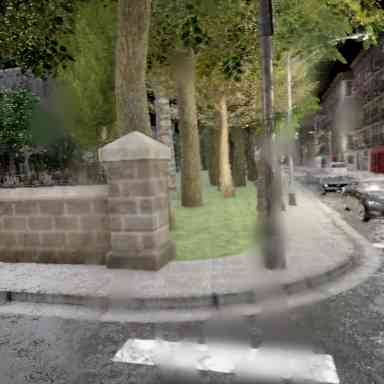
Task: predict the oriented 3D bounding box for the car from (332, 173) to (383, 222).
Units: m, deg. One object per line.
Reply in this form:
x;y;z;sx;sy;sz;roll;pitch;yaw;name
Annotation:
7.220;0.176;13.082;2.128;1.511;4.902;-2;4;14;car

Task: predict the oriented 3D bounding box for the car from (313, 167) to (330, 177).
20.043;-3.120;51.657;1.895;1.301;4.718;-2;4;14;car

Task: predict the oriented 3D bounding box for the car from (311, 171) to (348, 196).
9.644;-0.534;22.844;1.895;1.301;4.718;-2;4;14;car

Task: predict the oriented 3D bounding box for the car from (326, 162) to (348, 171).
17.203;-2.517;39.961;2.150;2.045;5.566;-2;5;14;car

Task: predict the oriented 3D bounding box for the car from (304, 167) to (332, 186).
12.229;-1.458;33.174;2.033;1.411;5.357;-2;4;14;car
